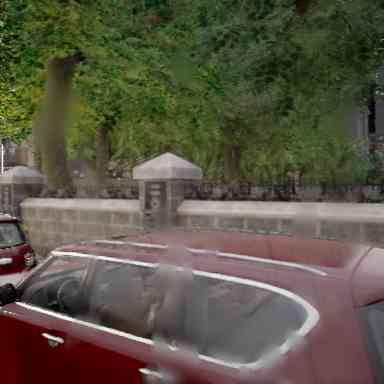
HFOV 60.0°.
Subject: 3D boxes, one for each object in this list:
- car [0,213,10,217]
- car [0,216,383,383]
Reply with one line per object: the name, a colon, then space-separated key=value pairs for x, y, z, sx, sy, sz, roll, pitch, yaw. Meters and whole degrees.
car: x=-4.991 y=1.296 z=6.382 sx=5.009 sy=1.841 sz=2.192 roll=0 pitch=0 yaw=34
car: x=-0.434 y=1.297 z=3.258 sx=5.009 sy=1.841 sz=2.192 roll=0 pitch=0 yaw=34
